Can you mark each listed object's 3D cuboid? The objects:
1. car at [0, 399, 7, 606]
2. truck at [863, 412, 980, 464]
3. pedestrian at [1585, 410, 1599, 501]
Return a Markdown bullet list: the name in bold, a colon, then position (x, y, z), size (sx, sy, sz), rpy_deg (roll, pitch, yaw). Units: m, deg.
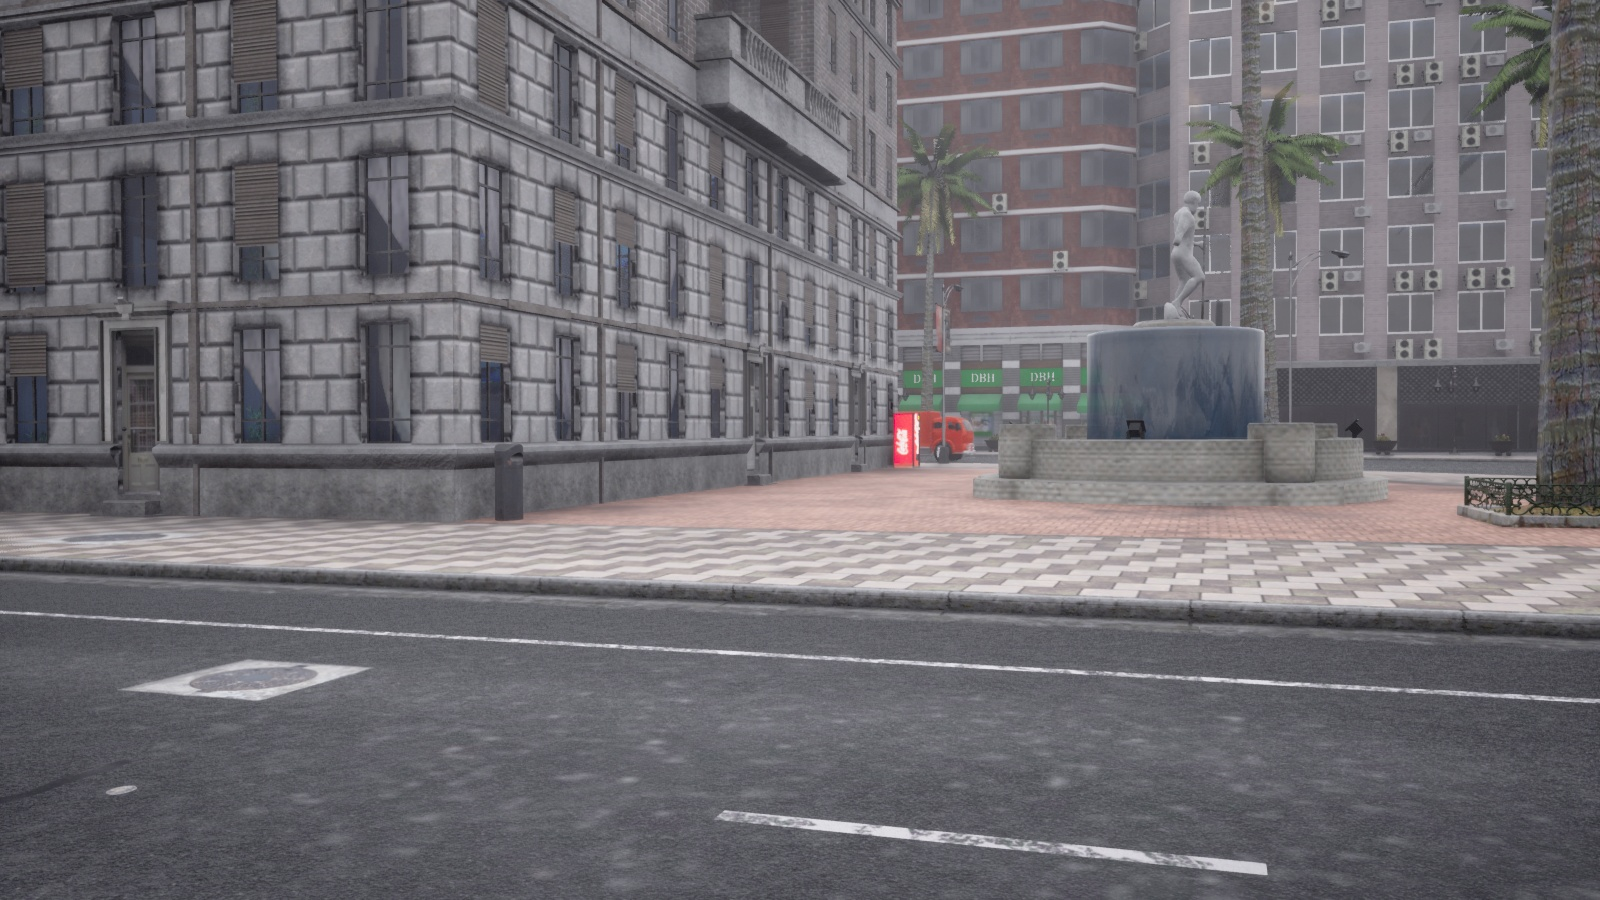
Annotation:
- **car**: position (-9.100, 0.413, 9.849), size (5.027, 1.651, 2.152), rpy_deg (1, 1, 18)
- **truck**: position (5.975, -0.625, 61.666), size (5.204, 2.467, 2.627), rpy_deg (1, 1, 22)
- **pedestrian**: position (17.356, 0.114, 27.111), size (0.423, 1.949, 0.788), rpy_deg (0, 1, 10)
